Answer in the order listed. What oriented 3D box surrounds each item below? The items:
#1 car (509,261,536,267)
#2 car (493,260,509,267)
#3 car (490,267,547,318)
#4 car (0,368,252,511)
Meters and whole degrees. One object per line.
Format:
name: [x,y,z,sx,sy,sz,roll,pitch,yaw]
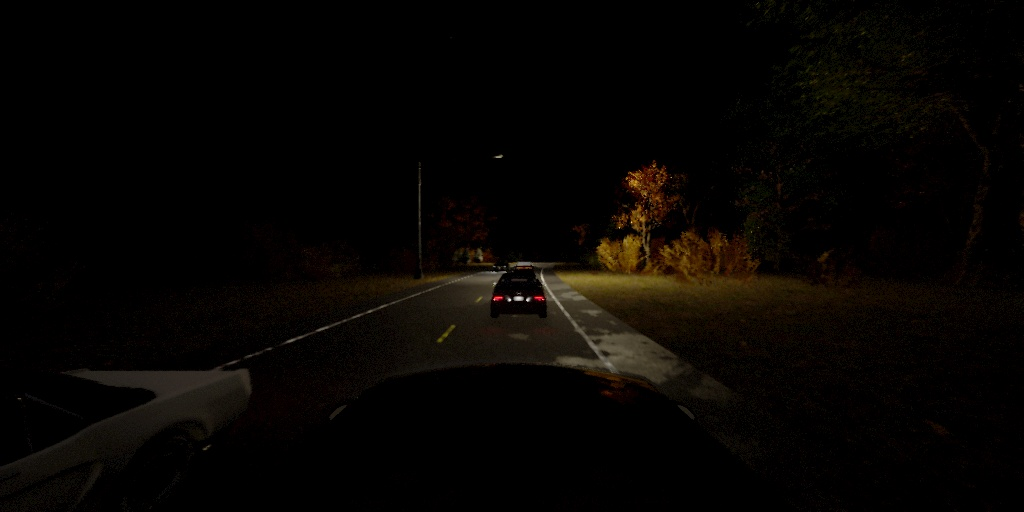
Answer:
car: [1.165,1.235,33.053,2.128,1.511,4.902,0,0,4]
car: [-1.361,1.268,47.273,1.837,1.490,4.892,0,0,5]
car: [0.260,1.297,13.016,2.033,1.411,5.357,0,0,1]
car: [-3.581,1.349,1.388,1.895,1.301,4.718,0,0,0]
